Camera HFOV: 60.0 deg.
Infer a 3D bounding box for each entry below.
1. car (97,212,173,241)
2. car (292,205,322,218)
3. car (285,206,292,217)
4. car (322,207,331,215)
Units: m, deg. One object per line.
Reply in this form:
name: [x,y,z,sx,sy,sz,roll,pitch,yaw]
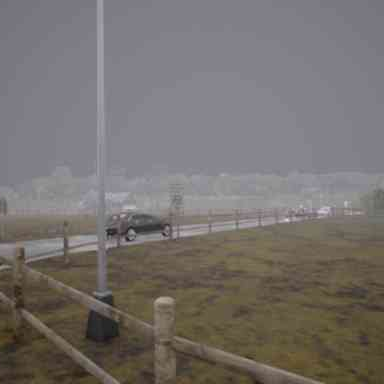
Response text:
car: [-3.058,1.877,18.851,1.837,1.490,4.892,-3,-3,36]
car: [15.207,2.749,44.100,1.994,1.385,4.181,-3,-3,36]
car: [15.307,2.775,49.051,2.097,1.767,4.553,-3,-3,36]
car: [20.935,3.039,52.146,1.812,1.442,4.674,-3,-4,36]
